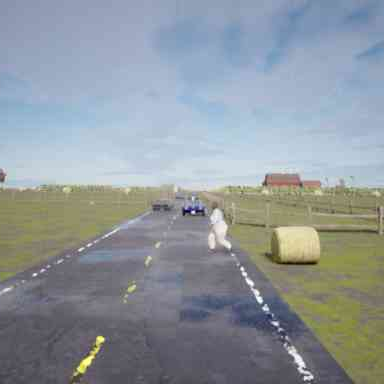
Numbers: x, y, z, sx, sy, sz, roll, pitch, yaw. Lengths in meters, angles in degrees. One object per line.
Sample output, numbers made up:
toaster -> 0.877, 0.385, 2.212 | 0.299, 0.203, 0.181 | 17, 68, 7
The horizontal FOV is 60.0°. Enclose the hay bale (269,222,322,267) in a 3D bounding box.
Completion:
hay bale -> 3.134, 1.557, 10.192 | 1.220, 1.180, 1.240 | -1, 0, 0

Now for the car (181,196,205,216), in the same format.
car -> 0.127, 1.322, 29.239 | 1.895, 1.301, 4.718 | 0, 1, 0

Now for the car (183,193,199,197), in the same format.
car -> 0.163, 0.905, 47.268 | 2.097, 1.767, 4.553 | 0, 1, 0

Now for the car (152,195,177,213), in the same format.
car -> -2.788, 1.289, 32.830 | 1.895, 1.301, 4.718 | 0, 1, 0

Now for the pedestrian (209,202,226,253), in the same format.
pedestrian -> 0.877, 1.184, 11.368 | 0.375, 1.860, 0.375 | 1, 0, 2

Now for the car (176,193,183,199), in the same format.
car -> -2.632, 0.879, 69.413 | 2.033, 1.411, 5.357 | 0, 1, 0
